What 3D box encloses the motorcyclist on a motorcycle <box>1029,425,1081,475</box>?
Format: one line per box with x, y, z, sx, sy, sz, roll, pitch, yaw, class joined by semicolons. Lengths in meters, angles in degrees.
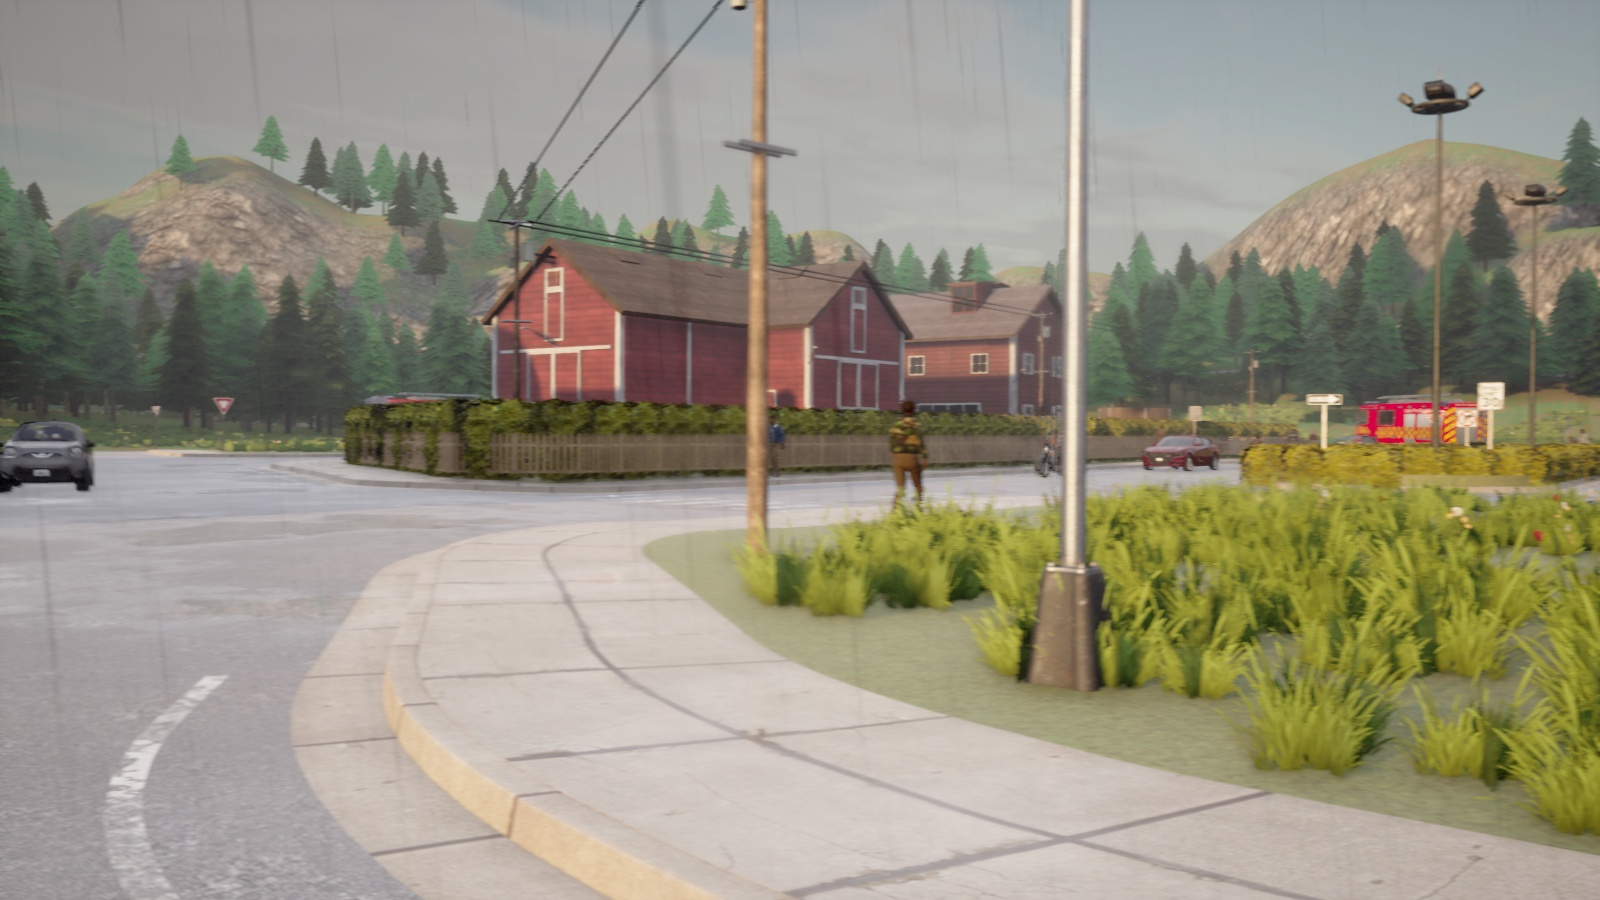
8.696;-0.008;42.792;0.766;1.649;2.350;0;1;37;motorcyclist on a motorcycle

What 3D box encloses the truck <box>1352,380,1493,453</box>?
34.813;-1.802;70.720;2.891;3.827;8.468;-1;1;-7;truck

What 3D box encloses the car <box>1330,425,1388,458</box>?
27.565;-0.453;61.844;1.789;1.549;3.705;0;1;37;car

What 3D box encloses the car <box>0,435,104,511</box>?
-16.256;0.437;27.271;1.845;1.501;3.633;-1;1;-27;car

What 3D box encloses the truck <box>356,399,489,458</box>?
-25.375;-1.462;84.794;2.891;3.827;8.468;0;1;38;truck

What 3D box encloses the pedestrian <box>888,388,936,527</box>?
1.591;0.101;17.801;0.395;1.930;0.692;0;1;31;pedestrian

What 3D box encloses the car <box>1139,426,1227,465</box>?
16.046;-0.197;52.467;1.882;1.535;5.008;0;1;37;car

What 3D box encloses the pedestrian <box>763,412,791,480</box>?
-0.672;-0.110;36.392;0.423;1.949;0.788;0;1;32;pedestrian
